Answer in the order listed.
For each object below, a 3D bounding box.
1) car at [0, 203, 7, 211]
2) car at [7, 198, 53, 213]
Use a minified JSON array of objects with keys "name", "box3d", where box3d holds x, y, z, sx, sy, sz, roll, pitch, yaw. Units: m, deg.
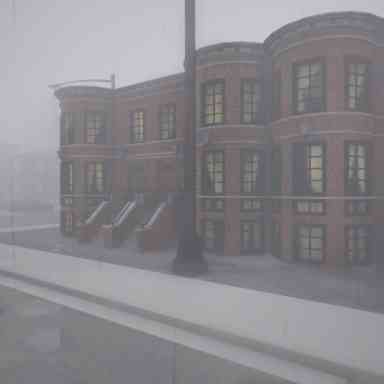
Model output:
[{"name":"car","box3d":[-20.010,1.504,39.160,1.837,1.490,4.892,0,0,36]},{"name":"car","box3d":[-17.508,1.564,36.635,1.994,1.385,4.181,0,0,35]}]
